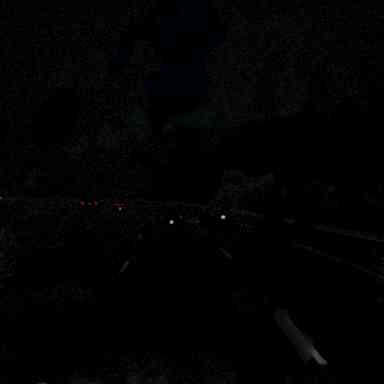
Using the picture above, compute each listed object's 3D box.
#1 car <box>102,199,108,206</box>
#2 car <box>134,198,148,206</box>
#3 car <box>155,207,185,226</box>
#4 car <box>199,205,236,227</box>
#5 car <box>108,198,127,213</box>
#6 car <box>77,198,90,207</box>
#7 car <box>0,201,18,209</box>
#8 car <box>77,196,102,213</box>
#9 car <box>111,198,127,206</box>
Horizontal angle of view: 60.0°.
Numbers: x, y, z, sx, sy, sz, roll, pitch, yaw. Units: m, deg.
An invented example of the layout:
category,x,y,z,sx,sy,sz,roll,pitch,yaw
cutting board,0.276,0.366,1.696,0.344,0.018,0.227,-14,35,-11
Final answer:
category,x,y,z,sx,sy,sz,roll,pitch,yaw
car,-17.084,1.962,63.472,1.994,1.385,4.181,0,0,-24
car,-9.972,1.841,64.705,2.128,1.511,4.902,0,0,-24
car,-1.732,1.718,24.375,1.895,1.301,4.718,0,0,-9
car,1.757,1.654,24.027,1.994,1.385,4.181,0,0,-9
car,-9.219,1.751,41.855,1.837,1.490,4.892,0,-1,-16
car,-20.336,1.944,62.201,1.812,1.442,4.674,0,-1,-24
car,-25.346,1.949,45.884,1.994,1.385,4.181,0,0,-18
car,-12.456,1.486,40.598,2.150,2.045,5.566,0,-1,-16
car,-14.673,1.884,66.633,2.128,1.511,4.902,0,-1,-25
